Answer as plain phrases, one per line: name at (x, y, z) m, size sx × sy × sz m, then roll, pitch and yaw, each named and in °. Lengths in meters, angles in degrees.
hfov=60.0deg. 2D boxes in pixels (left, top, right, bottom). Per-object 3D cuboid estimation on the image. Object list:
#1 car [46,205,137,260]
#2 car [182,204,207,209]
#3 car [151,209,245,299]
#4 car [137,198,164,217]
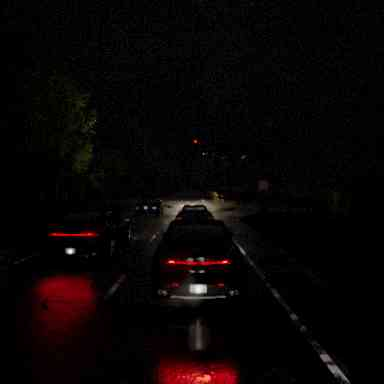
car at (-3.376, 1.340, 11.664) m, size 1.837 × 1.490 × 4.892 m, roll 0°, pitch 1°, yaw 0°
car at (0.135, 1.323, 17.044) m, size 1.994 × 1.385 × 4.181 m, roll 0°, pitch 1°, yaw 0°
car at (0.116, 1.388, 8.136) m, size 1.837 × 1.490 × 4.892 m, roll 0°, pitch 1°, yaw 0°
car at (-3.344, 1.173, 26.560) m, size 2.033 × 1.411 × 5.357 m, roll 0°, pitch 1°, yaw 0°
